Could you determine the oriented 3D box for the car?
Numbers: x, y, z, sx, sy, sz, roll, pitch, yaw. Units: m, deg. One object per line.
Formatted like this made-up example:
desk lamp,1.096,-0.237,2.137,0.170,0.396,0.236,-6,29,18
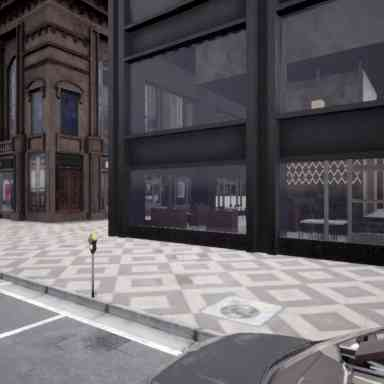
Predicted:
car,1.559,1.551,1.853,4.403,1.369,2.008,0,0,35
